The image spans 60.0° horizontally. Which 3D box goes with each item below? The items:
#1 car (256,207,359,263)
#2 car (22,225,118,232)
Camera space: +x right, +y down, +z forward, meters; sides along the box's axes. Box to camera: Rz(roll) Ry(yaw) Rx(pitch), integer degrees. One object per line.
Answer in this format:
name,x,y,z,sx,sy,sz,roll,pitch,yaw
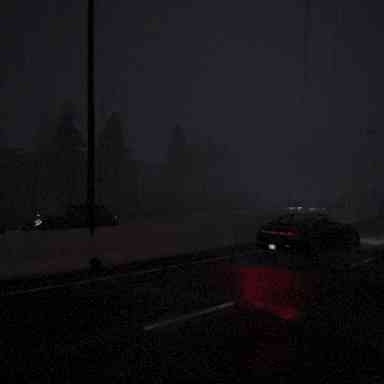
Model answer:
car,4.358,1.515,12.142,4.902,1.511,2.128,0,0,-41
car,-6.199,1.406,17.165,4.553,1.767,2.097,0,0,-40
